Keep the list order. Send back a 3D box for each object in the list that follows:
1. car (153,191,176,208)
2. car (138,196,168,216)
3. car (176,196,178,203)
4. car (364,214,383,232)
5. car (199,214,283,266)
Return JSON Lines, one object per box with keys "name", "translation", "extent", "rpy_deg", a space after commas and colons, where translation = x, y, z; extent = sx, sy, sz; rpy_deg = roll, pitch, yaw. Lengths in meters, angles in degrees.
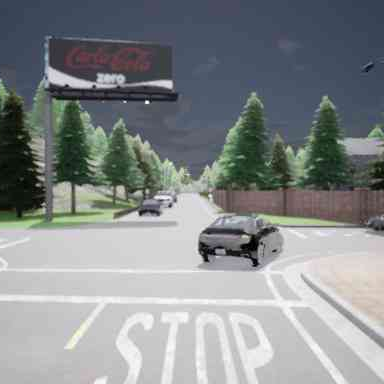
{"name": "car", "translation": [-3.595, 0.910, 41.833], "extent": [2.150, 2.045, 5.566], "rpy_deg": [0, 0, 0]}
{"name": "car", "translation": [-3.597, 1.324, 29.861], "extent": [2.033, 1.411, 5.357], "rpy_deg": [0, 0, 0]}
{"name": "car", "translation": [-3.533, 1.138, 56.984], "extent": [1.994, 1.385, 4.181], "rpy_deg": [0, 0, 2]}
{"name": "car", "translation": [12.160, 1.543, 18.401], "extent": [4.892, 1.490, 1.837], "rpy_deg": [0, 0, 1]}
{"name": "car", "translation": [1.862, 1.524, 11.658], "extent": [2.128, 1.511, 4.902], "rpy_deg": [-1, -2, 25]}
